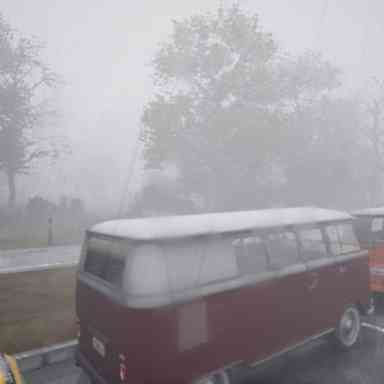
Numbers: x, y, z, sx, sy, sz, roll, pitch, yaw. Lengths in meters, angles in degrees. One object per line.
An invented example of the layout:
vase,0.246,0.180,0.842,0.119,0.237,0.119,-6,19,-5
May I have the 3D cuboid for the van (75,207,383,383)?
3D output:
van,0.809,1.257,4.627,4.442,1.987,1.878,-1,-2,-36
